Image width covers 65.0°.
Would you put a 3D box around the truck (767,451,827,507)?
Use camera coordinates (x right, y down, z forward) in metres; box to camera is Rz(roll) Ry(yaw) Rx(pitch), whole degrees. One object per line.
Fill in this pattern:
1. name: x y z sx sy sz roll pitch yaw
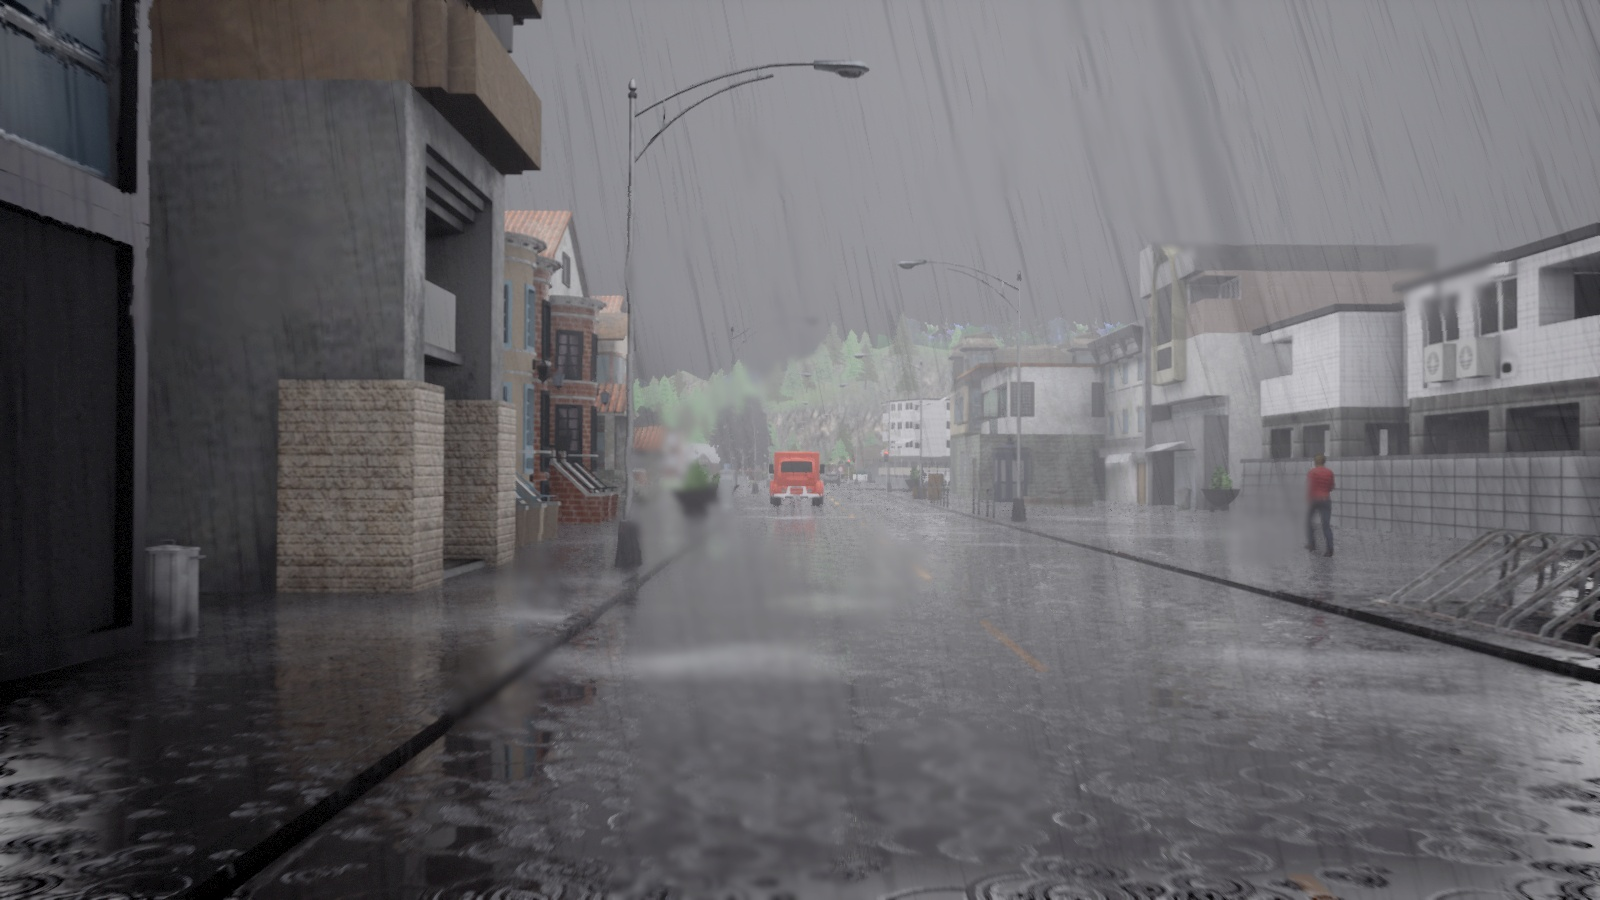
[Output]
1. truck: -0.144 1.323 58.287 2.627 2.467 5.204 0 -1 0
